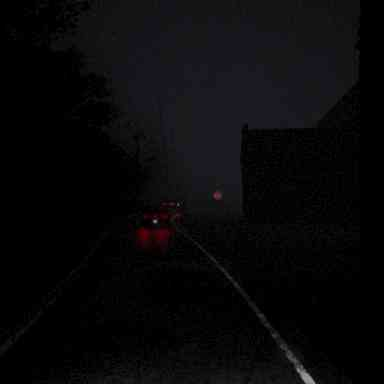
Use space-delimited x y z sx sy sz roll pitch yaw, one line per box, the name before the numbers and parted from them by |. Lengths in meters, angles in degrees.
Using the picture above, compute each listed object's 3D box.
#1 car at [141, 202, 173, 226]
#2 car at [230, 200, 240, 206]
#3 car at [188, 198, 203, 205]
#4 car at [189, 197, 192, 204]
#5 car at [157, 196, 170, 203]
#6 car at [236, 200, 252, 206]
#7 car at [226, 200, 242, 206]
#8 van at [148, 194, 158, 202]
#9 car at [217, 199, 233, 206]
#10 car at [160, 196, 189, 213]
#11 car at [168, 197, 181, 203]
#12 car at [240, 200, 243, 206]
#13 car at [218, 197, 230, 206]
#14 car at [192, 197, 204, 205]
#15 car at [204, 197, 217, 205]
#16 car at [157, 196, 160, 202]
car | -2.550 1.599 23.390 1.895 1.301 4.718 0 0 -6
car | 8.001 2.420 73.644 2.231 1.521 4.892 3 -1 -20
car | 0.820 2.306 85.163 1.946 1.575 5.366 4 -1 -20
car | -2.481 1.764 69.904 2.163 1.488 4.792 4 -2 -20
car | -7.091 1.812 82.118 2.002 1.452 4.674 4 -2 -20
car | 13.993 2.993 89.707 2.231 1.521 4.892 3 -1 -20
car | 11.250 2.869 88.719 2.097 1.535 5.008 3 -1 -20
van | -9.541 1.372 81.099 1.878 1.987 4.442 4 -1 -20
car | 8.628 2.742 87.774 2.097 1.535 5.008 3 -1 -20
car | -2.008 1.536 40.332 2.097 1.767 4.553 0 -1 8
car | -4.477 1.996 83.060 2.002 1.452 4.674 4 -2 -20
car | 10.619 2.595 74.563 2.163 1.488 4.792 3 -1 -20
car | 5.383 2.010 72.738 2.435 2.045 5.566 4 -1 -20
car | 0.143 1.793 70.852 2.185 1.767 4.553 4 -2 -20
car | 2.757 2.094 71.755 2.097 1.535 5.008 4 -1 -20
car | -5.075 1.580 68.908 2.163 1.488 4.792 4 -2 -20
